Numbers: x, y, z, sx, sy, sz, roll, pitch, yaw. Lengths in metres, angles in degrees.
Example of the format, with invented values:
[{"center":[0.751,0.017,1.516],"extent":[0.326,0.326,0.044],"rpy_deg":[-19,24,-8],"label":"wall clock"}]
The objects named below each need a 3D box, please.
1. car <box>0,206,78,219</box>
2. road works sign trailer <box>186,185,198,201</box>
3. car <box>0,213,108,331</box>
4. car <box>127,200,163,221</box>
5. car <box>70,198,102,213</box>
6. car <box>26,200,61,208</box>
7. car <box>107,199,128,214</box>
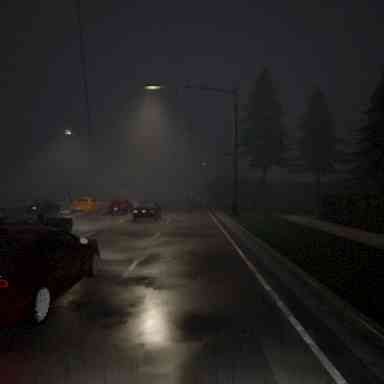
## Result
[{"center":[-6.901,1.526,14.649],"extent":[1.895,1.301,4.718],"rpy_deg":[0,0,0],"label":"car"},{"center":[0.000,0.098,71.748],"extent":[2.380,3.560,2.880],"rpy_deg":[0,0,0],"label":"road works sign trailer"},{"center":[-3.411,1.442,6.941],"extent":[1.882,1.535,5.008],"rpy_deg":[0,0,0],"label":"car"},{"center":[-3.402,1.414,26.036],"extent":[2.033,1.411,5.357],"rpy_deg":[0,0,0],"label":"car"},{"center":[-10.401,1.309,32.939],"extent":[1.882,1.535,5.008],"rpy_deg":[0,0,0],"label":"car"},{"center":[-14.130,1.401,31.826],"extent":[1.994,1.385,4.181],"rpy_deg":[0,0,0],"label":"car"},{"center":[-6.914,1.360,32.429],"extent":[1.812,1.442,4.674],"rpy_deg":[0,0,0],"label":"car"}]
